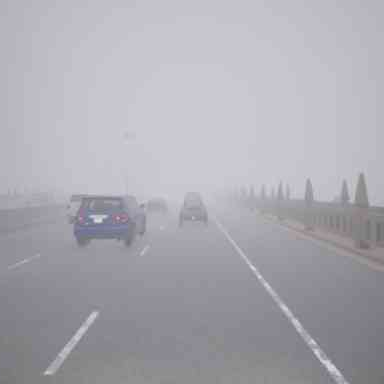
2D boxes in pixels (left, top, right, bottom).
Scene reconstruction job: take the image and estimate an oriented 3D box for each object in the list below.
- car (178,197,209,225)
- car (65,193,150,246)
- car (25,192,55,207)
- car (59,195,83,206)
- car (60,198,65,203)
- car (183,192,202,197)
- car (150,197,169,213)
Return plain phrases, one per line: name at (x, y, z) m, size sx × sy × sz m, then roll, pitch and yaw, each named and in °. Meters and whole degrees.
car at (0.099, 1.348, 22.581) m, size 2.128 × 1.511 × 4.902 m, roll 0°, pitch 0°, yaw 0°
car at (-3.401, 1.123, 14.753) m, size 2.150 × 2.045 × 5.566 m, roll 0°, pitch 0°, yaw 0°
car at (-21.027, 0.951, 46.351) m, size 2.150 × 2.045 × 5.566 m, roll 0°, pitch 0°, yaw 0°
car at (-17.525, 1.240, 48.322) m, size 1.812 × 1.442 × 4.674 m, roll 0°, pitch 0°, yaw 0°
car at (-6.902, 1.073, 23.344) m, size 2.150 × 2.045 × 5.566 m, roll 0°, pitch 0°, yaw 0°
car at (0.096, 0.979, 40.848) m, size 2.150 × 2.045 × 5.566 m, roll 0°, pitch 1°, yaw 0°
car at (-3.403, 1.274, 33.283) m, size 1.882 × 1.535 × 5.008 m, roll 0°, pitch 0°, yaw 0°
